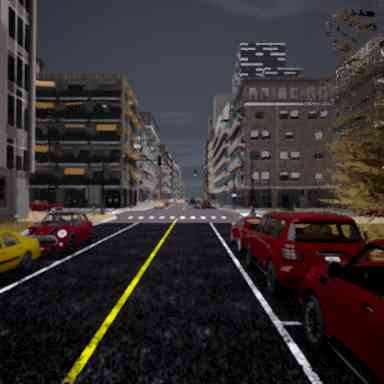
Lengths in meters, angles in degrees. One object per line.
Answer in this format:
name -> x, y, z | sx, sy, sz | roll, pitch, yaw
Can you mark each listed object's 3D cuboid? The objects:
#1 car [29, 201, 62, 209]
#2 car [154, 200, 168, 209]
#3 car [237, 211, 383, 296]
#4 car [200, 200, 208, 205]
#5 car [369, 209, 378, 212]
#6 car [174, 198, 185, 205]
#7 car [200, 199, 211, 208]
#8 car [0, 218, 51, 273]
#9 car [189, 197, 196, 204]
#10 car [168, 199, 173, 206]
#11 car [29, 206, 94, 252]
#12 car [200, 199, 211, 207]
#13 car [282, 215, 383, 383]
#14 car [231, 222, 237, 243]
car -> -17.214, 1.695, 38.799 | 4.507, 1.381, 1.887 | 1, -2, 0
car -> -5.625, 2.178, 57.738 | 1.752, 1.417, 4.829 | 1, -1, 0
car -> 2.708, 1.416, 8.818 | 2.192, 1.841, 5.009 | 1, -1, 0
car -> 2.776, 2.489, 79.978 | 1.802, 1.307, 4.206 | 1, -1, 0
car -> 20.885, 2.192, 39.080 | 4.097, 1.590, 1.967 | 1, -2, 0
car -> -2.916, 2.324, 85.547 | 2.097, 1.767, 4.553 | 0, -1, 0
car -> 2.760, 2.262, 63.409 | 1.887, 1.381, 4.507 | 1, -1, 0
car -> -5.674, 1.624, 8.656 | 1.752, 1.417, 4.829 | 1, -1, 0
car -> 0.089, 2.506, 88.838 | 1.837, 1.490, 4.892 | 0, -1, 0
car -> -5.615, 2.325, 68.954 | 1.887, 1.381, 4.507 | 1, -1, 0
car -> -5.667, 1.603, 14.386 | 1.967, 1.590, 4.097 | 1, -1, 0
car -> 2.767, 2.221, 68.933 | 1.967, 1.590, 4.097 | 1, -1, 0
car -> 2.703, 1.353, 3.259 | 2.192, 1.841, 5.009 | 1, -1, 0
car -> 2.712, 1.708, 14.375 | 1.887, 1.381, 4.507 | 1, -1, 0
